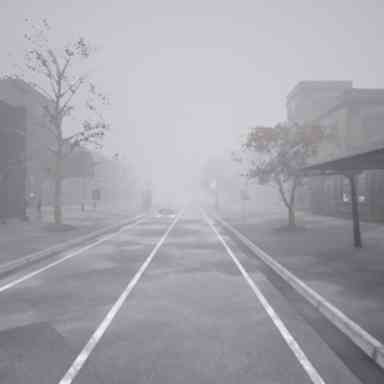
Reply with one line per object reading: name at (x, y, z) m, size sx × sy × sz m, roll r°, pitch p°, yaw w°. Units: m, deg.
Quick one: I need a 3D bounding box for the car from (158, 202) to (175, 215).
car at (-3.087, 2.015, 40.576) m, size 1.812 × 1.442 × 4.674 m, roll 0°, pitch -1°, yaw 0°
